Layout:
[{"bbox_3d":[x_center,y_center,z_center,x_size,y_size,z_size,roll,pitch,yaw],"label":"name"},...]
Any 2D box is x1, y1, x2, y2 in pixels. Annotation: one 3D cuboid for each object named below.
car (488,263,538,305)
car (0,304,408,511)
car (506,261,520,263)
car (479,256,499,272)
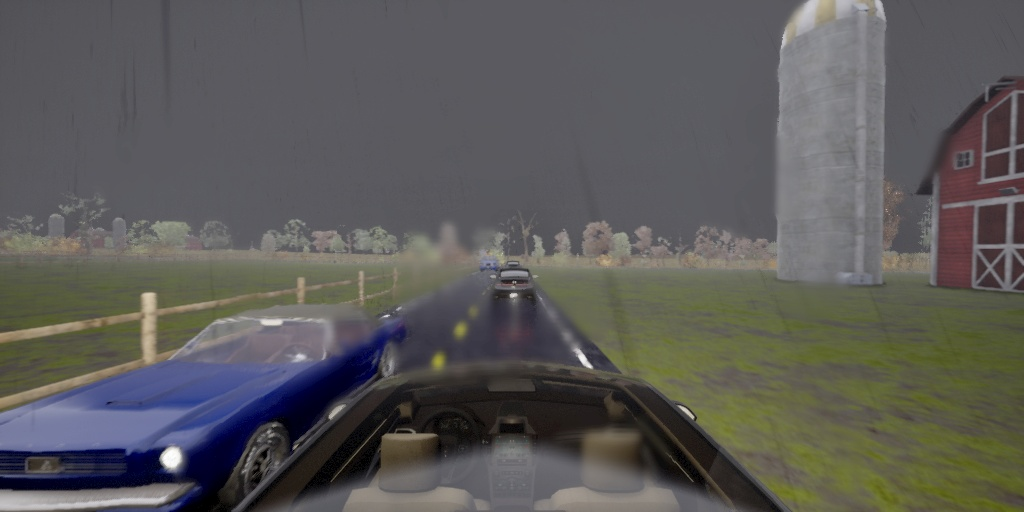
[{"bbox_3d":[0.104,1.248,15.923,1.837,1.490,4.892,0,0,0],"label":"car"},{"bbox_3d":[-2.850,1.350,4.385,1.895,1.301,4.718,0,0,0],"label":"car"},{"bbox_3d":[0.109,1.248,37.221,1.837,1.490,4.892,0,0,0],"label":"car"},{"bbox_3d":[-2.827,0.966,45.195,2.150,2.045,5.566,0,0,0],"label":"car"}]
